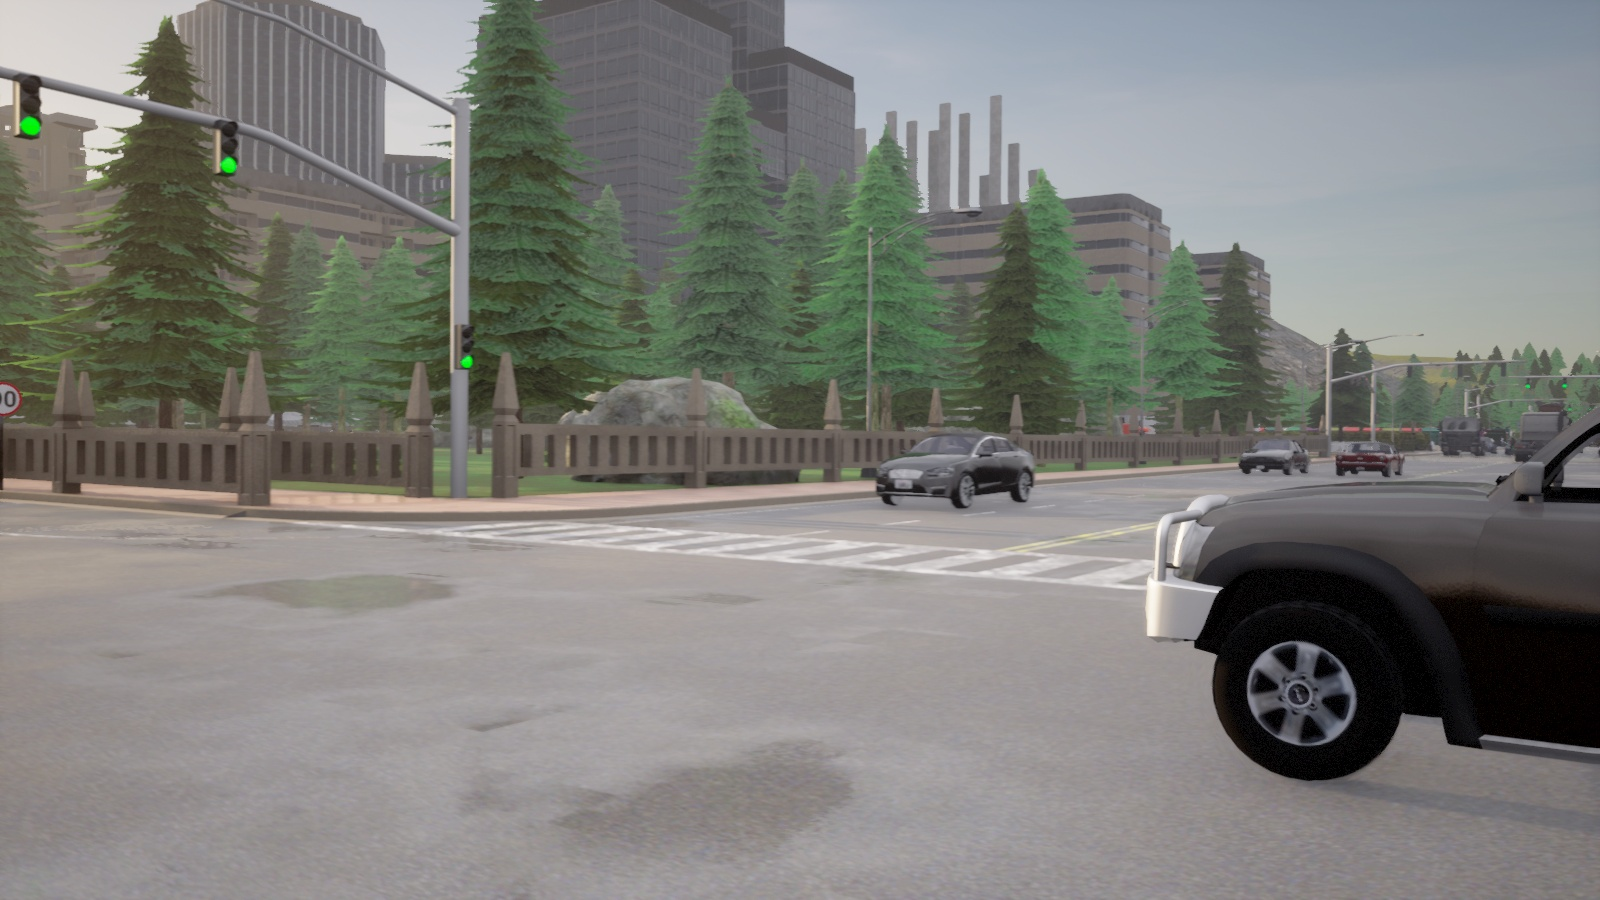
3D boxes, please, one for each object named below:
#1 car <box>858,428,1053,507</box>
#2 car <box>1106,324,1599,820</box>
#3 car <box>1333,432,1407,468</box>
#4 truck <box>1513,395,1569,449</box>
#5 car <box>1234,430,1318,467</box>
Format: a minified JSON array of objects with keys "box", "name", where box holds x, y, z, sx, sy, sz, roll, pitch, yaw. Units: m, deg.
[{"box":[3.405,0.295,26.515,2.128,1.511,4.902,0,1,33],"name":"car"},{"box":[3.852,0.441,5.262,4.605,1.855,1.932,0,1,34],"name":"car"},{"box":[22.112,-0.032,48.594,1.895,1.301,4.718,0,1,33],"name":"car"},{"box":[50.031,-1.860,84.683,2.891,3.462,7.936,0,1,33],"name":"truck"},{"box":[19.225,-0.086,50.574,2.033,1.411,5.357,0,1,33],"name":"car"}]
